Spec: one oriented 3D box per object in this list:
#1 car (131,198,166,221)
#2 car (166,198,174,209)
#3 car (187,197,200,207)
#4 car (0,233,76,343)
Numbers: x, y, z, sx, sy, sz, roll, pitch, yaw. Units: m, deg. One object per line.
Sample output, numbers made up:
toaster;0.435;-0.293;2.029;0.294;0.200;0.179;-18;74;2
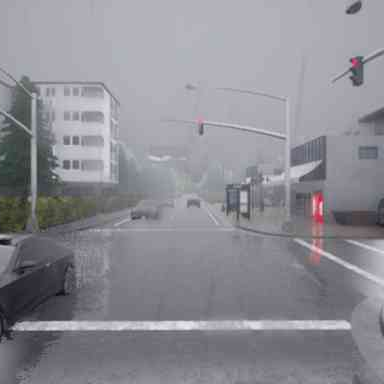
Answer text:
car;-3.570;1.350;27.034;2.097;1.767;4.553;0;0;1
car;-3.476;1.559;45.449;1.994;1.385;4.181;0;0;0
car;0.219;1.500;50.274;1.837;1.490;4.892;0;0;0
car;-3.591;1.540;6.018;1.812;1.442;4.674;0;-1;0
